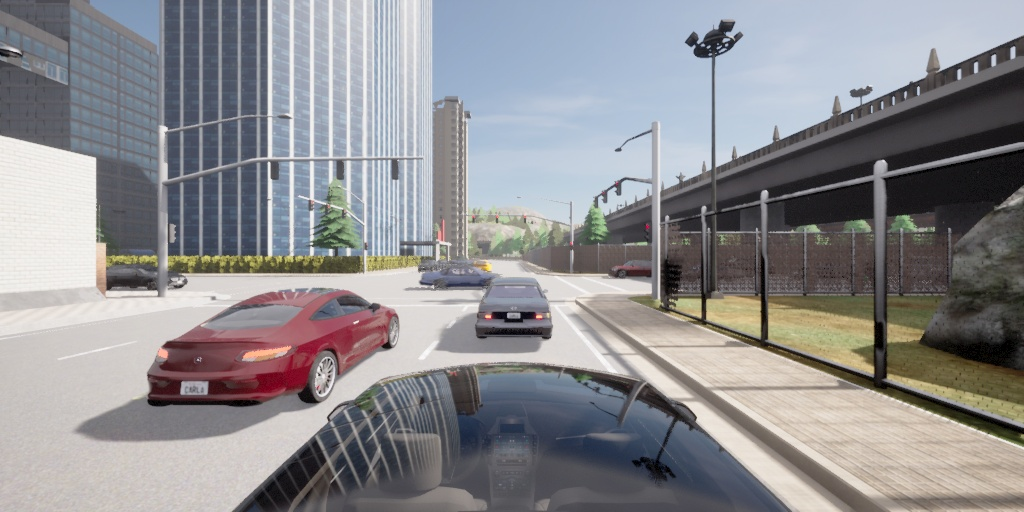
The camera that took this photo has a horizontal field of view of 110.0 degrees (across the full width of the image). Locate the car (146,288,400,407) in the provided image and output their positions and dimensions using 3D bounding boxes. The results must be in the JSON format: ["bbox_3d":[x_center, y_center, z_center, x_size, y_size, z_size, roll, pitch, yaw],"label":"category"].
[{"bbox_3d":[-3.450,1.275,6.211,1.812,1.442,4.674,0,0,0],"label":"car"}]

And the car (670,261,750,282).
[{"bbox_3d":[15.839,1.347,29.181,5.357,1.411,2.033,0,0,0],"label":"car"}]

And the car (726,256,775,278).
[{"bbox_3d":[20.777,1.020,32.700,5.566,2.045,2.150,0,0,0],"label":"car"}]

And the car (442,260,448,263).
[{"bbox_3d":[-10.693,1.264,55.011,1.812,1.442,4.674,0,0,0],"label":"car"}]

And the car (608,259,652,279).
[{"bbox_3d":[11.200,1.151,32.724,4.553,1.767,2.097,0,0,2],"label":"car"}]

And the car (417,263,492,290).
[{"bbox_3d":[-2.888,1.316,21.903,5.357,1.411,2.033,0,0,0],"label":"car"}]

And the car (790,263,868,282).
[{"bbox_3d":[25.412,1.291,29.218,4.902,1.511,2.128,0,0,0],"label":"car"}]

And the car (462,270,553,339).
[{"bbox_3d":[0.079,1.296,10.031,2.033,1.411,5.357,0,0,1],"label":"car"}]

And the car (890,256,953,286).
[{"bbox_3d":[31.042,1.022,25.544,5.566,2.045,2.150,0,0,0],"label":"car"}]

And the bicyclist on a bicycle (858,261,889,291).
[{"bbox_3d":[18.266,1.103,18.208,0.582,1.620,1.656,0,0,0],"label":"bicyclist on a bicycle"}]

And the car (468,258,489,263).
[{"bbox_3d":[-3.483,1.218,41.771,1.882,1.535,5.008,0,0,2],"label":"car"}]

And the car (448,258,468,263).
[{"bbox_3d":[-7.180,1.303,49.545,1.994,1.385,4.181,0,0,0],"label":"car"}]

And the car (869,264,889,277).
[{"bbox_3d":[31.384,1.346,32.741,5.357,1.411,2.033,0,0,0],"label":"car"}]

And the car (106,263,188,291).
[{"bbox_3d":[-22.584,1.327,21.840,4.674,1.442,1.812,0,0,0],"label":"car"}]

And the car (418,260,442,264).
[{"bbox_3d":[-10.680,1.245,45.772,1.837,1.490,4.892,0,0,0],"label":"car"}]
